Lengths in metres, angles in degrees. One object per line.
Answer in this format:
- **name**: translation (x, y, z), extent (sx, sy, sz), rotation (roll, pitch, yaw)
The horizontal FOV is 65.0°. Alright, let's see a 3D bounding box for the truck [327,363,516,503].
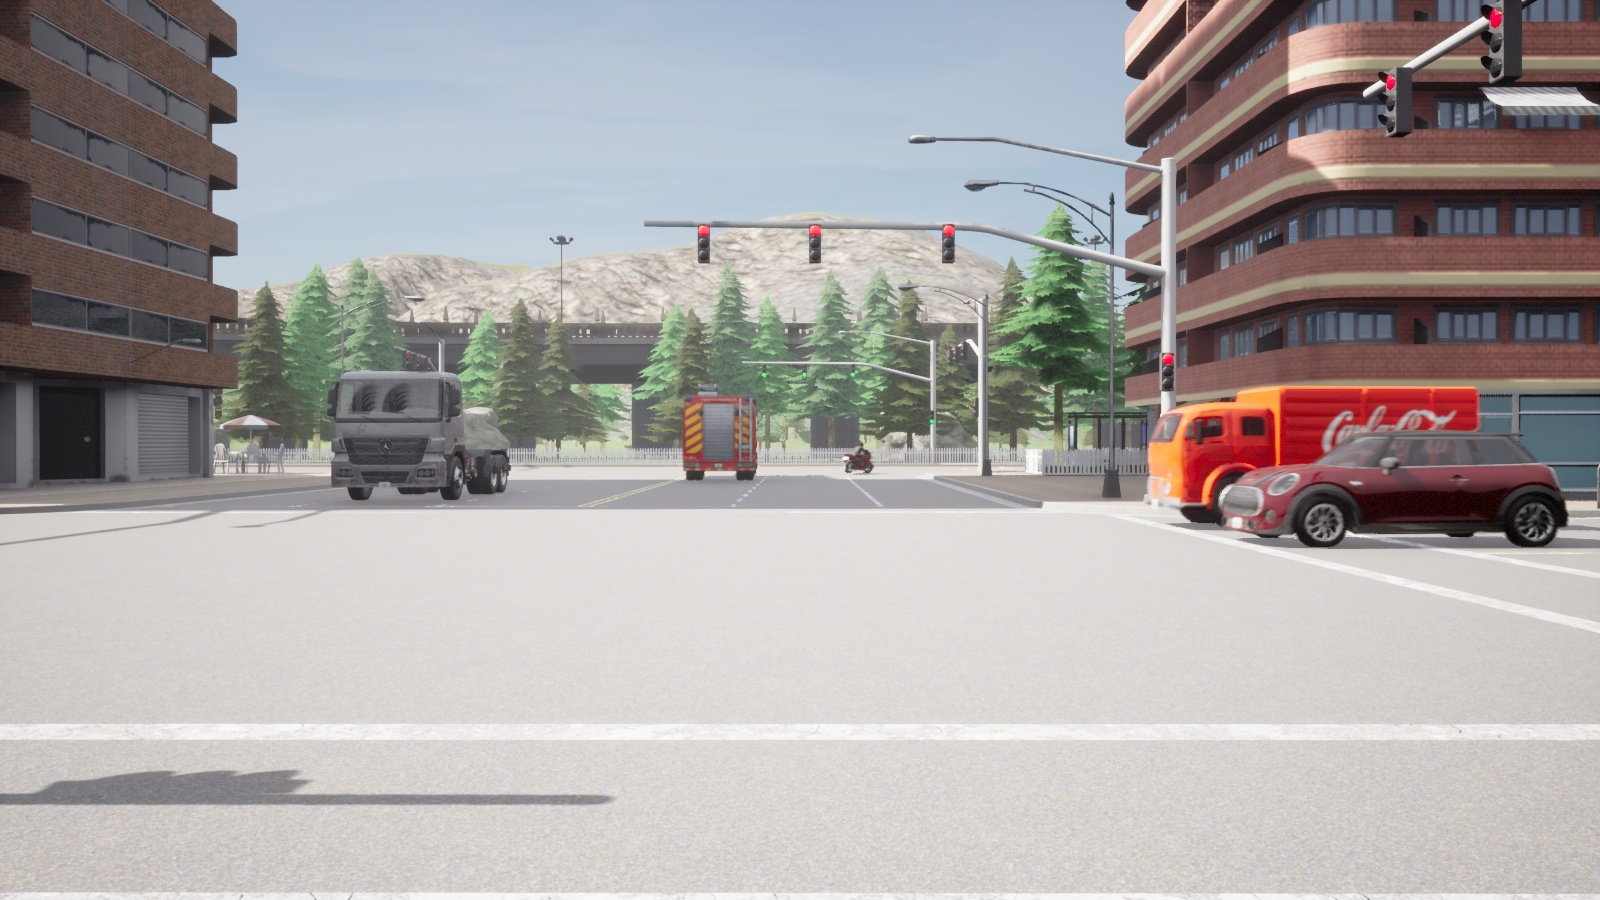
- **truck**: translation (-10.310, -0.442, 35.209), extent (2.891, 3.462, 7.936), rotation (0, 0, 0)

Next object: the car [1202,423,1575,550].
- **car**: translation (8.599, 0.507, 18.647), extent (4.553, 1.767, 2.097), rotation (0, 0, -2)

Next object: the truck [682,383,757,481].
- **truck**: translation (-3.305, -0.724, 53.624), extent (2.891, 3.827, 8.468), rotation (0, 0, -1)

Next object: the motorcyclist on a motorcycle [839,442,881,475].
- **motorcyclist on a motorcycle**: translation (2.840, 0.387, 59.425), extent (0.797, 1.523, 2.044), rotation (4, 3, 44)

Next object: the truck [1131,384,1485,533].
- **truck**: translation (8.802, 0.139, 22.220), extent (5.204, 2.467, 2.627), rotation (0, 0, 0)
